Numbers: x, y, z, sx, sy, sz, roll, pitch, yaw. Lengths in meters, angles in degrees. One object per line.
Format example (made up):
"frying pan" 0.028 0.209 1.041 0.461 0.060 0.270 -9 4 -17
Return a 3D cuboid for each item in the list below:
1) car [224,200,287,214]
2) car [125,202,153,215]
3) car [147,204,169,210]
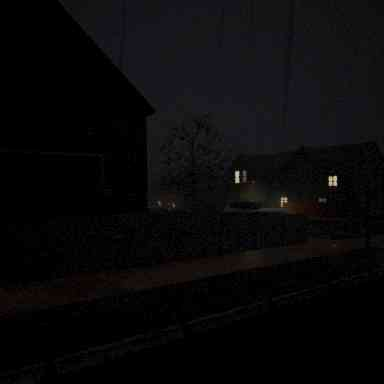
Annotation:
"car" 4.875 1.646 26.175 2.150 2.045 5.566 -1 -1 -36
"car" -7.837 2.341 48.811 2.097 1.767 4.553 -1 -1 -35
"car" -3.793 2.298 38.222 1.812 1.442 4.674 -1 -1 -36
